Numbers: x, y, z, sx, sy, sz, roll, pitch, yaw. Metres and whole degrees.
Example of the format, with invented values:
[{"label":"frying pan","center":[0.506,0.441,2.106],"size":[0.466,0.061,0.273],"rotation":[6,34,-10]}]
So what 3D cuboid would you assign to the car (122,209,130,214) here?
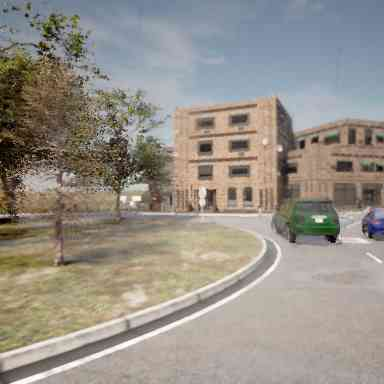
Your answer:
[{"label":"car","center":[-17.749,5.289,89.730],"size":[2.002,1.452,4.674],"rotation":[0,-4,-10]}]

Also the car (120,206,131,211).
[{"label":"car","center":[-13.828,3.714,68.100],"size":[2.002,1.452,4.674],"rotation":[1,-4,-10]}]

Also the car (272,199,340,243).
[{"label":"car","center":[5.693,1.367,17.211],"size":[2.150,2.045,5.566],"rotation":[0,-1,3]}]

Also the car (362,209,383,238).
[{"label":"car","center":[10.330,1.645,17.901],"size":[1.812,1.442,4.674],"rotation":[-1,-1,23]}]

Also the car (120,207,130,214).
[{"label":"car","center":[-14.818,4.096,73.493],"size":[2.163,1.488,4.792],"rotation":[0,-4,-10]}]

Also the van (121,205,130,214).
[{"label":"van","center":[-15.818,4.242,79.019],"size":[1.878,1.987,4.442],"rotation":[0,-4,-10]}]
